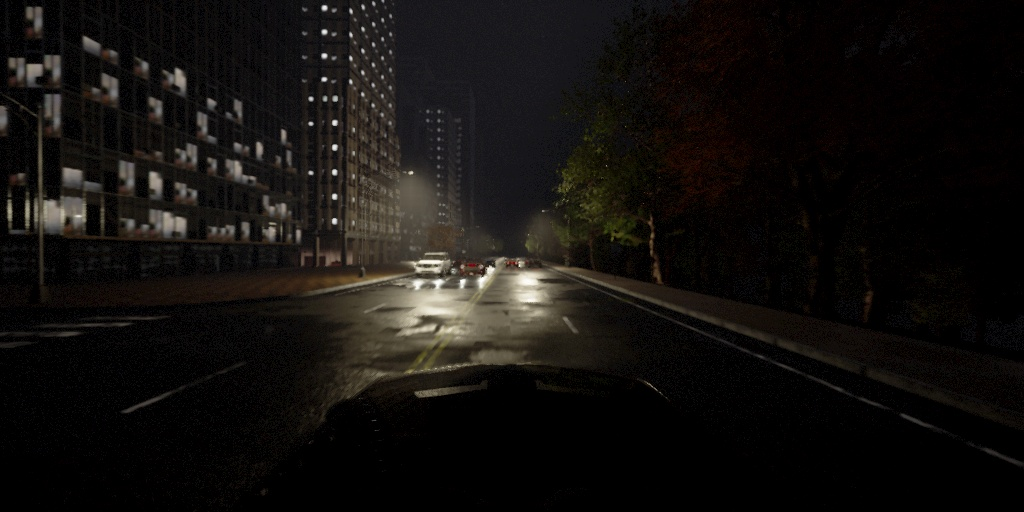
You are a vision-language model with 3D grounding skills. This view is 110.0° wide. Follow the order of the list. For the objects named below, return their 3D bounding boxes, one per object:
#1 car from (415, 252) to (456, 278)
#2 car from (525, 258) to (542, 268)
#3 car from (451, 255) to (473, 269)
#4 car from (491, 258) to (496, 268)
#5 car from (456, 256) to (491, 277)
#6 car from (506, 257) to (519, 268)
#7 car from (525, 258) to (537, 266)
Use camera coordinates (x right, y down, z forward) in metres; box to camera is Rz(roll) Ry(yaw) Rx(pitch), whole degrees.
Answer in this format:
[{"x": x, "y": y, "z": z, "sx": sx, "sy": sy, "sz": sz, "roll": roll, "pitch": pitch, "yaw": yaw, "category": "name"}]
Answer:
[{"x": -6.559, "y": 0.704, "z": 30.512, "sx": 2.150, "sy": 2.045, "sz": 5.566, "roll": 1, "pitch": 1, "yaw": 0, "category": "car"}, {"x": 3.288, "y": 0.977, "z": 51.944, "sx": 1.837, "sy": 1.490, "sz": 4.892, "roll": 1, "pitch": 0, "yaw": 0, "category": "car"}, {"x": -6.523, "y": 0.748, "z": 47.231, "sx": 2.097, "sy": 1.767, "sz": 4.553, "roll": 1, "pitch": 0, "yaw": 0, "category": "car"}, {"x": -3.261, "y": 0.981, "z": 49.583, "sx": 1.994, "sy": 1.385, "sz": 4.181, "roll": 1, "pitch": 0, "yaw": 1, "category": "car"}, {"x": -3.303, "y": 0.864, "z": 31.541, "sx": 2.097, "sy": 1.767, "sz": 4.553, "roll": 1, "pitch": 0, "yaw": 0, "category": "car"}, {"x": 0.039, "y": 1.037, "z": 52.405, "sx": 1.895, "sy": 1.301, "sz": 4.718, "roll": 1, "pitch": 0, "yaw": 0, "category": "car"}, {"x": 3.296, "y": 0.985, "z": 62.540, "sx": 1.994, "sy": 1.385, "sz": 4.181, "roll": 1, "pitch": 0, "yaw": 0, "category": "car"}]
